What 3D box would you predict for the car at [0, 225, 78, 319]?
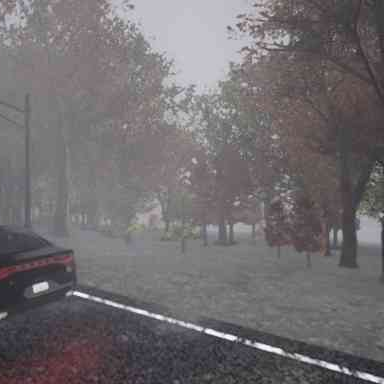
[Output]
[{"bbox_3d":[-4.441,1.439,6.820,5.008,1.535,1.882,-2,2,36],"label":"car"}]
